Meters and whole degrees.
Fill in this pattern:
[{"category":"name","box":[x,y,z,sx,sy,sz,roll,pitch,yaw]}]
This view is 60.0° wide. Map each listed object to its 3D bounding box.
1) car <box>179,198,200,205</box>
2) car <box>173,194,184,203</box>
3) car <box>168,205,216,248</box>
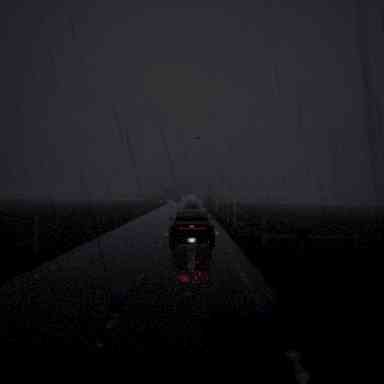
[{"category":"car","box":[0.000,1.541,29.650,1.812,1.442,4.674,0,0,0]},{"category":"car","box":[-2.750,1.299,68.945,2.097,1.767,4.553,0,0,0]},{"category":"car","box":[0.000,1.518,14.650,1.837,1.490,4.892,0,0,0]}]
